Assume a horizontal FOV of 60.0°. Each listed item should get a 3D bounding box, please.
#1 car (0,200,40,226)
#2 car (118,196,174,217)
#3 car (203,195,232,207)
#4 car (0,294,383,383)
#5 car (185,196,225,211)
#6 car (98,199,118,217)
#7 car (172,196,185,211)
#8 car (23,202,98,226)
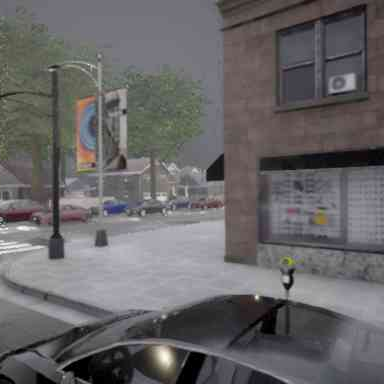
[{"bbox_3d":[-12.920,1.414,24.014,2.097,1.767,4.553,-1,0,35],"label":"car"},{"bbox_3d":[-4.158,1.440,30.815,1.837,1.490,4.892,-1,0,35],"label":"car"},{"bbox_3d":[3.726,1.267,47.601,1.882,1.535,5.008,-1,0,36],"label":"car"},{"bbox_3d":[0.145,1.566,2.655,4.313,1.339,1.947,-1,0,35],"label":"car"},{"bbox_3d":[1.681,1.317,39.094,1.882,1.535,5.008,-1,0,35],"label":"car"},{"bbox_3d":[-7.614,1.451,31.551,1.882,1.535,5.008,-1,0,35],"label":"car"},{"bbox_3d":[-2.045,1.234,39.447,2.097,1.767,4.553,-1,0,35],"label":"car"},{"bbox_3d":[-9.231,1.584,23.604,1.994,1.385,4.181,-1,0,35],"label":"car"}]
